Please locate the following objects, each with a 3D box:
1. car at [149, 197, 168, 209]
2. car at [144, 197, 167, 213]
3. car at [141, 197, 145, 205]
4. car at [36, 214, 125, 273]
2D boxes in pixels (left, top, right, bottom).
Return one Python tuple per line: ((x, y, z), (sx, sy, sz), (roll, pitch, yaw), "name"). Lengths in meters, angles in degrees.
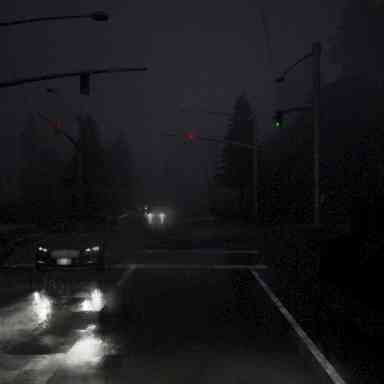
((-4.807, 1.491, 47.040), (2.128, 1.511, 4.902), (0, 0, -11), "car")
((-3.776, 1.547, 37.062), (2.033, 1.411, 5.357), (0, 0, -1), "car")
((-7.600, 1.526, 57.433), (1.812, 1.442, 4.674), (0, 0, -21), "car")
((-3.371, 1.491, 10.830), (2.128, 1.511, 4.902), (0, 0, -4), "car")
